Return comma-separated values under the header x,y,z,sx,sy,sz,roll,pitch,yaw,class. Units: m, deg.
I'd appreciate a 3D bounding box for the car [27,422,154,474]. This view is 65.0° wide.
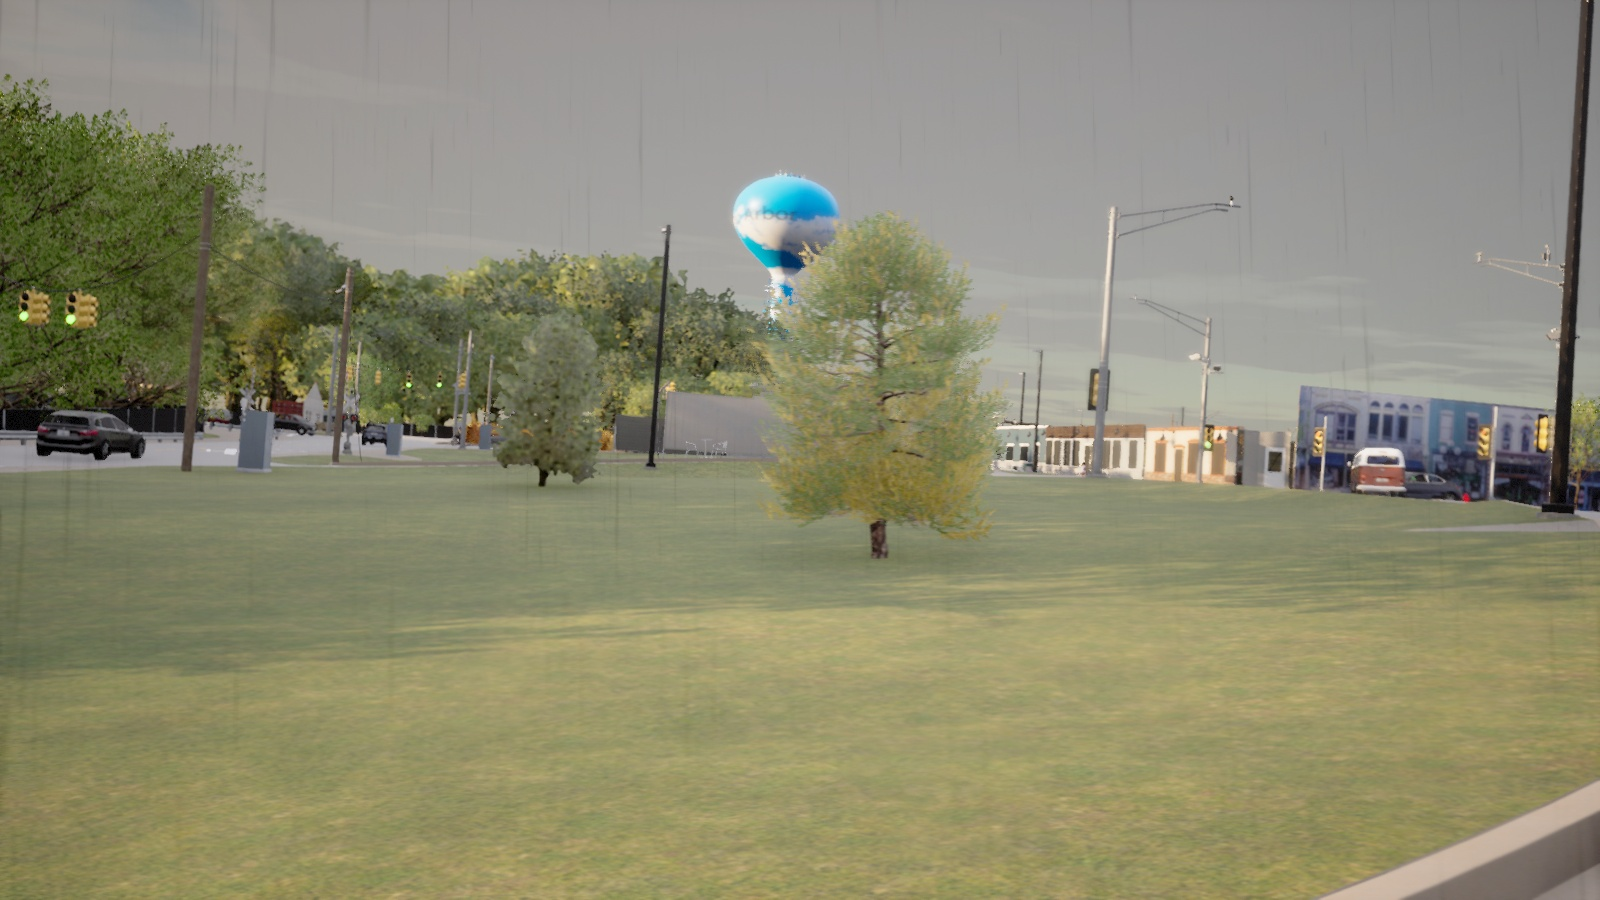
x,y,z,sx,sy,sz,roll,pitch,yaw,class
-25.600,-0.094,45.532,2.242,1.667,4.611,3,0,-6,car

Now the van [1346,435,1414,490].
x,y,z,sx,sy,sz,roll,pitch,yaw,class
23.357,0.525,50.726,2.069,2.038,4.480,1,-2,20,van

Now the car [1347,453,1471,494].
x,y,z,sx,sy,sz,roll,pitch,yaw,class
29.085,1.105,60.050,5.027,1.651,2.152,3,-1,-12,car

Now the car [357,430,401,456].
x,y,z,sx,sy,sz,roll,pitch,yaw,class
-29.980,-0.501,89.551,2.033,1.649,4.856,4,0,-8,car
